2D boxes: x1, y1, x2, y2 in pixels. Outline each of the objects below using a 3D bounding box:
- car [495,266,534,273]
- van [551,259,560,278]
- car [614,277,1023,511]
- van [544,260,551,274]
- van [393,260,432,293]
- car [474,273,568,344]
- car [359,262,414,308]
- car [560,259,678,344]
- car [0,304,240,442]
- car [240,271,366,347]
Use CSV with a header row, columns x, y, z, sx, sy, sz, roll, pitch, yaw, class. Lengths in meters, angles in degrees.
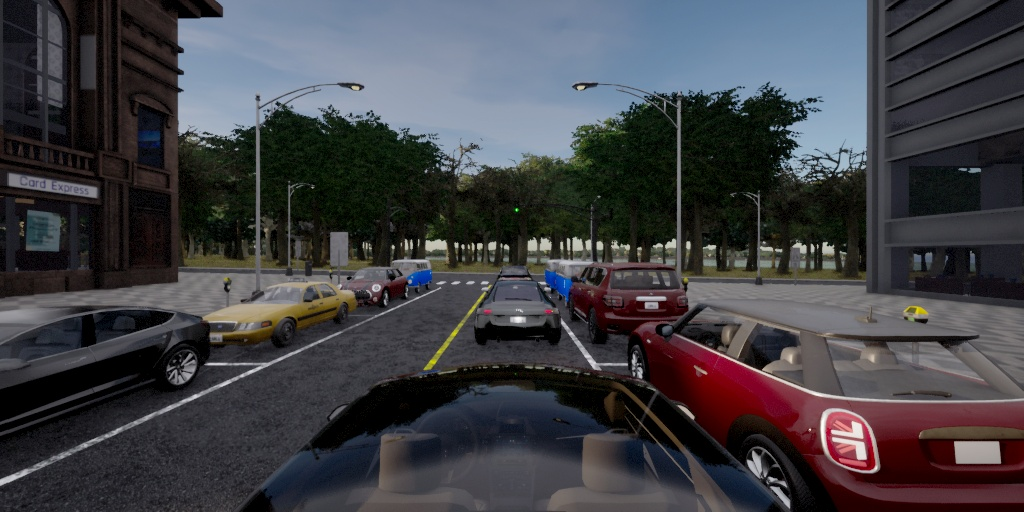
x,y,z,sx,sy,sz,roll,pitch,yaw,class
0.132,1.244,18.736,2.128,1.511,4.902,0,0,0,car
2.786,1.092,14.942,1.690,1.789,3.998,0,0,0,van
2.766,1.190,4.067,1.967,1.591,4.097,0,0,0,car
2.797,1.092,20.380,1.690,1.789,3.998,0,0,0,van
-5.729,1.092,20.396,1.690,1.789,3.998,0,0,0,van
0.118,1.314,9.572,1.994,1.385,4.181,0,0,0,car
-5.739,1.191,14.958,1.967,1.591,4.097,0,0,0,car
2.776,1.065,9.505,2.192,1.841,5.009,0,0,0,car
-5.759,1.316,4.083,1.948,1.339,4.313,0,0,0,car
-5.749,1.276,9.351,1.751,1.417,4.829,0,0,0,car
